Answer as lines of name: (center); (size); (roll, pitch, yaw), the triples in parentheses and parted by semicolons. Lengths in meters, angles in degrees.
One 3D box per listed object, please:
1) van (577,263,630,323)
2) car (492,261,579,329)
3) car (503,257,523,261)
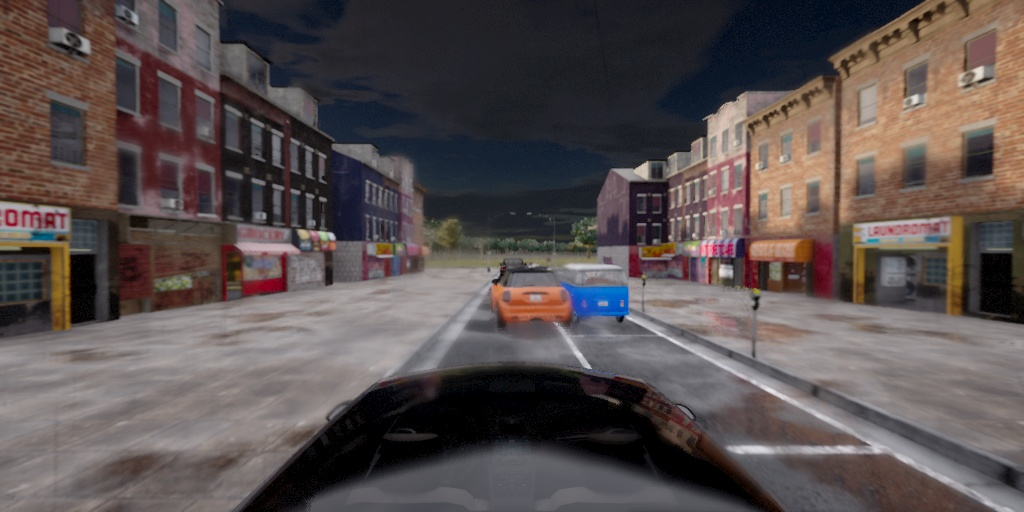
van: (2.636, 1.152, 12.127); (1.690, 1.789, 3.998); (0, 0, 0)
car: (0.447, 1.160, 11.696); (2.097, 1.767, 4.553); (0, 0, -5)
car: (0.095, 1.143, 30.500); (2.150, 2.045, 5.566); (0, 0, 0)
